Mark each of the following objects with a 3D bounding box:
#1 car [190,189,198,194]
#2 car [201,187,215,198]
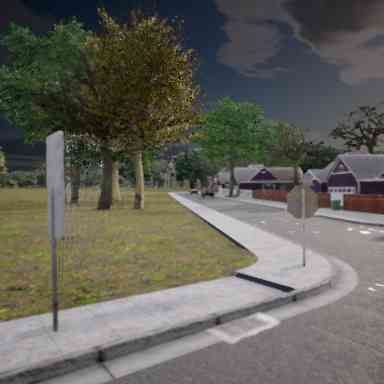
[{"bbox_3d":[0.533,-0.140,90.717,1.882,1.535,5.008,-1,1,-6],"label":"car"},{"bbox_3d":[3.095,0.105,66.100,2.150,2.045,5.566,-1,1,-6],"label":"car"}]
